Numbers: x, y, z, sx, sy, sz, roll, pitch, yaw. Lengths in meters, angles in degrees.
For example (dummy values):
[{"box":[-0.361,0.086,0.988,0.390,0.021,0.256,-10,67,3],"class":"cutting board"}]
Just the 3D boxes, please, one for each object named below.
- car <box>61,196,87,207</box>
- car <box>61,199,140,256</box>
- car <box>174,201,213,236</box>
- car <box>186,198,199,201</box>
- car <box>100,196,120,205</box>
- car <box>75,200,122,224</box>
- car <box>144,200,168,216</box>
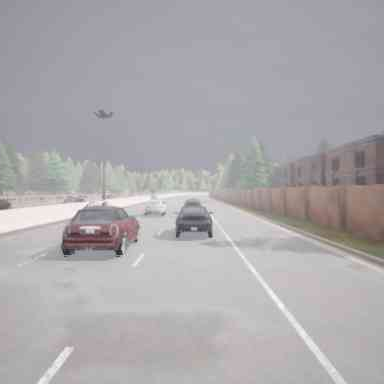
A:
[{"box":[-17.525,1.412,49.603,2.128,1.511,4.902,0,0,0],"class":"car"},{"box":[-3.399,1.330,13.207,2.097,1.767,4.553,0,0,0],"class":"car"},{"box":[0.100,1.475,18.049,1.837,1.490,4.892,0,0,0],"class":"car"},{"box":[0.099,1.446,36.076,1.837,1.490,4.892,0,0,0],"class":"car"},{"box":[-14.002,1.454,57.123,2.033,1.411,5.357,0,0,0],"class":"car"},{"box":[-6.900,1.450,25.082,2.128,1.511,4.902,0,0,0],"class":"car"},{"box":[-3.414,1.473,32.050,1.812,1.442,4.674,0,0,0],"class":"car"}]
